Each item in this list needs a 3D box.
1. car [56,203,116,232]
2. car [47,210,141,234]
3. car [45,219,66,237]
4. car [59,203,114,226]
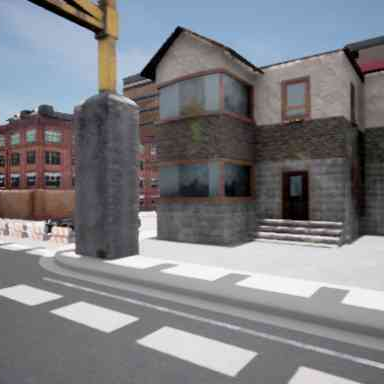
[{"bbox_3d":[-6.793,1.553,22.002,2.038,1.542,4.974,0,0,5],"label":"car"},{"bbox_3d":[-5.450,1.379,18.526,4.536,1.218,1.853,0,0,-25],"label":"car"},{"bbox_3d":[-5.497,1.536,18.503,4.974,1.542,2.038,0,0,-25],"label":"car"},{"bbox_3d":[-6.790,1.396,22.054,1.853,1.218,4.536,0,0,5],"label":"car"}]
